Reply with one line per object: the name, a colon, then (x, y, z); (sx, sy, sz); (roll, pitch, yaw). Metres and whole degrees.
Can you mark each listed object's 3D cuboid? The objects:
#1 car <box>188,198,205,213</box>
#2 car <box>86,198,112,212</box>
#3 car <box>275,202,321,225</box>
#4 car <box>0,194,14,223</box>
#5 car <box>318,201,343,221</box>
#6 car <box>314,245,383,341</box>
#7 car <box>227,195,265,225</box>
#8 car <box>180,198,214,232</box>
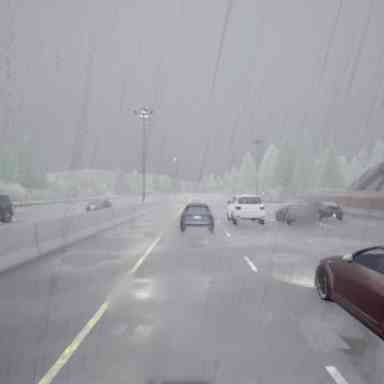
car: (0.486, 1.453, 38.282); (1.882, 1.535, 5.008); (0, 0, 1)
car: (-10.193, 1.435, 36.792); (2.128, 1.511, 4.902); (0, 0, 1)
car: (7.333, 1.571, 23.960); (1.994, 1.385, 4.181); (0, 0, 1)
car: (-13.886, 1.163, 21.642); (2.150, 2.045, 5.566); (0, 0, 1)
car: (10.873, 1.521, 27.732); (1.837, 1.490, 4.892); (0, 0, 1)
car: (3.669, 1.572, 5.631); (1.994, 1.385, 4.181); (0, 0, 0)
car: (3.838, 1.217, 24.242); (2.150, 2.045, 5.566); (0, 0, 1)
car: (0.301, 1.417, 20.043); (2.033, 1.649, 4.856); (0, 0, 1)
